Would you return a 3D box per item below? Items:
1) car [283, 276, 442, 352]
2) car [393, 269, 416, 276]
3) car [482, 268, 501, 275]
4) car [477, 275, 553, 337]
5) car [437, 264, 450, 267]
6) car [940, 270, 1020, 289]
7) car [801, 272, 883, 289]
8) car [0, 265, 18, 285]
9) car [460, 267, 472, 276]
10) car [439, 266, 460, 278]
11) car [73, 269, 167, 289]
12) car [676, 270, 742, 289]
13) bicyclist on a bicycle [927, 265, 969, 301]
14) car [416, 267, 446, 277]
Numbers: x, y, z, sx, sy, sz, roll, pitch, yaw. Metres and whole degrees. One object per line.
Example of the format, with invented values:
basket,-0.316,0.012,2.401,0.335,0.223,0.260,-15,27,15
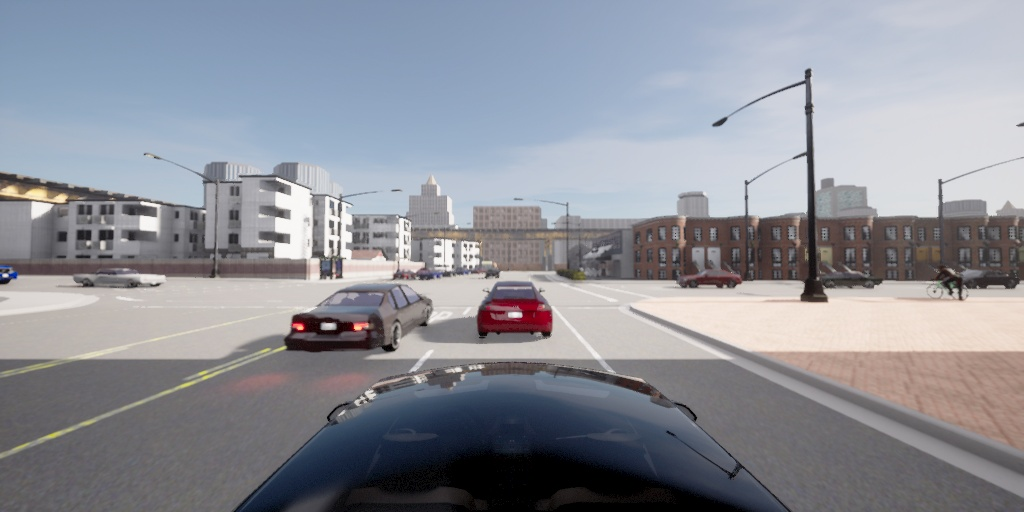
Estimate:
car,-3.412,1.395,9.169,2.033,1.411,5.357,0,-1,0
car,-13.601,2.311,45.436,1.994,1.385,4.181,0,-2,2
car,-2.632,2.395,50.623,1.837,1.490,4.892,0,-2,3
car,0.068,1.434,10.770,1.994,1.385,4.181,0,-1,0
car,-12.432,2.479,63.726,2.150,2.045,5.566,0,-2,6
car,35.703,1.764,27.435,4.674,1.442,1.812,0,-2,1
car,25.353,1.847,27.676,4.718,1.301,1.895,0,-2,2
car,-37.227,0.902,23.862,5.566,2.045,2.150,2,-2,-13
car,-8.934,2.853,63.549,1.895,1.301,4.718,0,-2,6
car,-9.640,2.589,54.105,1.895,1.301,4.718,0,-2,4
car,-27.174,1.540,24.997,4.718,1.301,1.895,1,-2,-1
car,15.281,1.779,27.894,4.674,1.442,1.812,0,-2,1
bicyclist on a bicycle,20.374,1.247,16.815,0.582,1.620,1.656,0,-2,1
car,-10.116,2.334,44.951,1.895,1.301,4.718,0,-2,3
